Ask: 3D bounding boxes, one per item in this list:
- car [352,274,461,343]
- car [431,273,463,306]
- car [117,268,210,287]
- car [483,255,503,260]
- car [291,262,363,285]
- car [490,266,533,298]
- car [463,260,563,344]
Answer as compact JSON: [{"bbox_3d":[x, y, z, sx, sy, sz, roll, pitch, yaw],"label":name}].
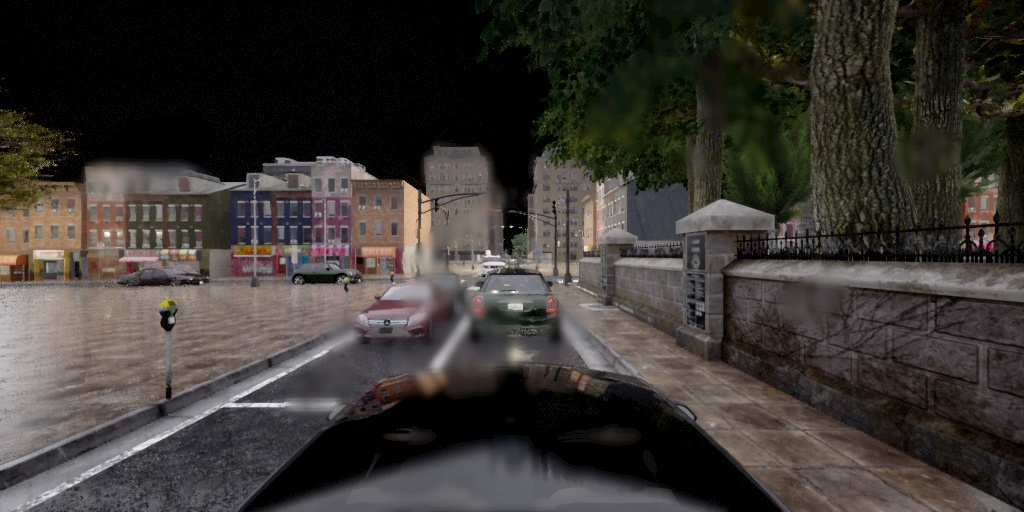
[{"bbox_3d":[-2.638,1.331,9.637,1.802,1.307,4.207,0,0,0],"label":"car"},{"bbox_3d":[-2.638,1.315,13.299,1.948,1.339,4.313,0,0,0],"label":"car"},{"bbox_3d":[-25.359,1.577,26.161,5.357,1.411,2.033,-1,0,0],"label":"car"},{"bbox_3d":[-1.874,0.962,34.386,2.150,2.045,5.566,-1,0,-6],"label":"car"},{"bbox_3d":[-13.391,1.230,26.207,4.553,1.767,2.097,-1,0,0],"label":"car"},{"bbox_3d":[-0.144,1.313,19.196,1.994,1.385,4.181,0,0,-5],"label":"car"},{"bbox_3d":[0.073,1.101,9.752,2.097,1.767,4.553,0,0,0],"label":"car"}]
